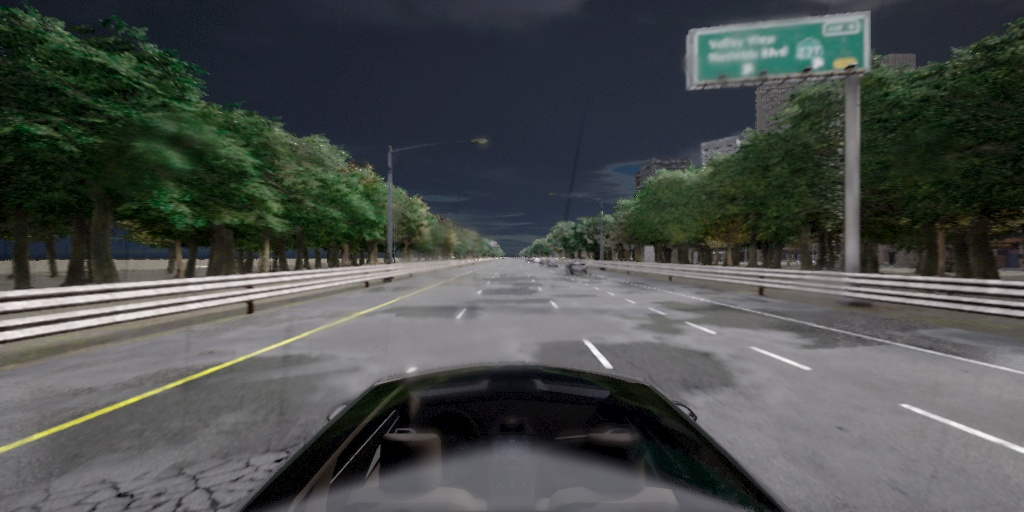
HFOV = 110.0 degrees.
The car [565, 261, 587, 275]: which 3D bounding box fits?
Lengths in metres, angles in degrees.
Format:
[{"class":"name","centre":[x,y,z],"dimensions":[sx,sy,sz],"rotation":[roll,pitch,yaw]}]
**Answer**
[{"class":"car","centre":[6.980,1.258,39.277],"dimensions":[2.128,1.511,4.902],"rotation":[0,0,0]}]

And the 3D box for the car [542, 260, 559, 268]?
[{"class":"car","centre":[6.966,1.326,62.192],"dimensions":[2.033,1.411,5.357],"rotation":[0,0,0]}]
